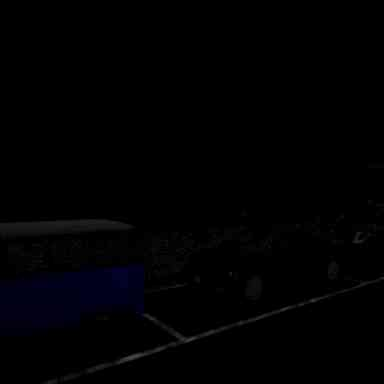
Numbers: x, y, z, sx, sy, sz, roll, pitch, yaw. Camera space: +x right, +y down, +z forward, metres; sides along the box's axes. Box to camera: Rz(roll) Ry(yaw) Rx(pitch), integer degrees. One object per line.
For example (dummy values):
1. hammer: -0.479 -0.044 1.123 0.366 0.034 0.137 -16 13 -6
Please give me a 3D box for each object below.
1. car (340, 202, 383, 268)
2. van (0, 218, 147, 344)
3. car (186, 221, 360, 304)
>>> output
1. car: 6.520 1.311 11.398 5.009 1.841 2.192 0 1 -35
2. van: -2.641 1.341 4.870 3.998 1.788 1.690 0 1 -35
3. car: 1.939 1.543 8.136 4.507 1.381 1.887 0 1 -35
